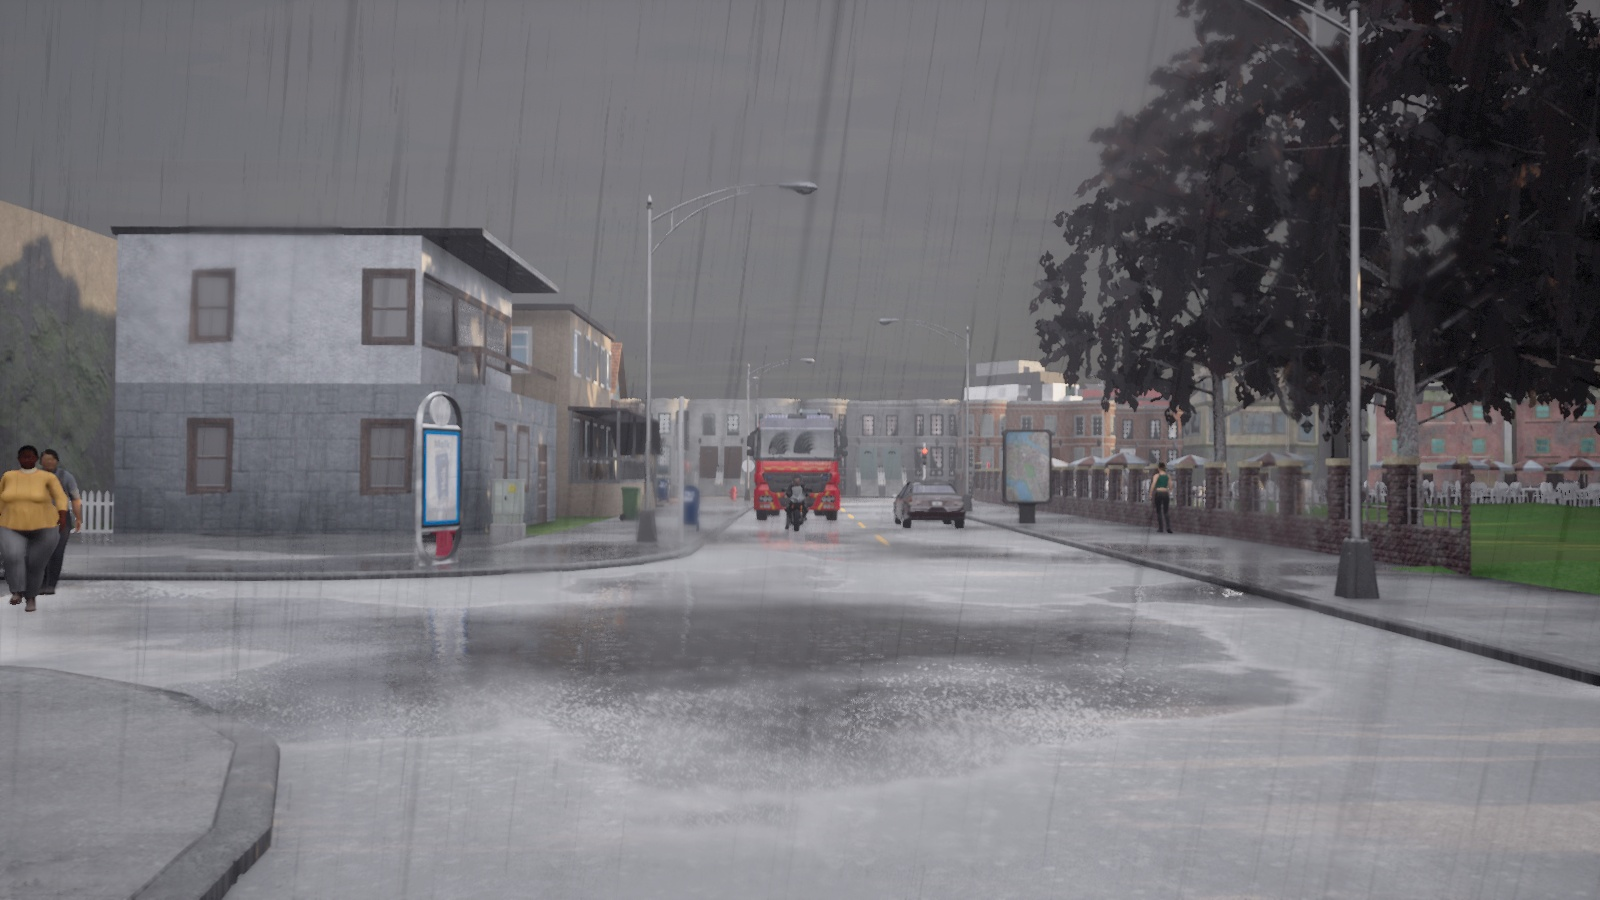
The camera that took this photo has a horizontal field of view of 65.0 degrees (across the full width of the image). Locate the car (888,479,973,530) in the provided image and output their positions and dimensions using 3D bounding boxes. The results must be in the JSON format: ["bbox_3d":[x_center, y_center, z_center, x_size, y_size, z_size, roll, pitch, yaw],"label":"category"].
[{"bbox_3d":[3.918,1.610,38.472,2.033,1.411,5.357,0,-1,0],"label":"car"}]

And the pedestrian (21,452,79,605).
[{"bbox_3d":[-9.288,0.954,15.573,0.540,1.848,0.694,0,-1,-25],"label":"pedestrian"}]

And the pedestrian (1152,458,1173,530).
[{"bbox_3d":[9.284,1.127,32.202,0.345,1.836,0.594,0,-1,0],"label":"pedestrian"}]

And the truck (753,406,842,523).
[{"bbox_3d":[-0.102,0.548,45.284,2.891,3.827,8.468,0,-1,0],"label":"truck"}]

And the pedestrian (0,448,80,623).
[{"bbox_3d":[-8.468,0.914,13.761,0.874,1.855,0.900,0,-1,-22],"label":"pedestrian"}]

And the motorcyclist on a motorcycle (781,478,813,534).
[{"bbox_3d":[-0.079,1.552,35.336,0.866,1.530,2.191,0,-1,0],"label":"motorcyclist on a motorcycle"}]
